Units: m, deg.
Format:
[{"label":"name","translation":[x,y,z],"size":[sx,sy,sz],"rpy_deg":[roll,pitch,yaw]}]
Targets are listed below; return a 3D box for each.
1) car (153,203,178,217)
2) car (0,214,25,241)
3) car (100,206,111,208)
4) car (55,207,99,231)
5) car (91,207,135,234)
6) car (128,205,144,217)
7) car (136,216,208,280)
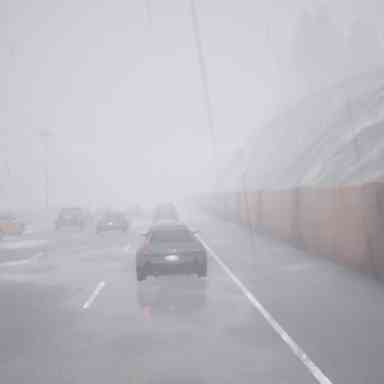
[{"label":"car","translation":[-2.414,1.756,30.182],"size":[2.097,1.767,4.553],"rpy_deg":[-2,-1,-5]},{"label":"car","translation":[-12.104,2.099,20.588],"size":[1.882,1.535,5.008],"rpy_deg":[-2,-1,-5]},{"label":"car","translation":[-10.266,2.329,39.715],"size":[1.994,1.385,4.181],"rpy_deg":[-2,-1,-5]},{"label":"car","translation":[-9.081,1.931,26.099],"size":[2.097,1.767,4.553],"rpy_deg":[-2,-1,-5]},{"label":"car","translation":[-5.280,1.985,22.874],"size":[1.994,1.385,4.181],"rpy_deg":[-2,-1,-5]},{"label":"car","translation":[-6.661,2.182,38.659],"size":[2.033,1.411,5.357],"rpy_deg":[-2,-1,-5]},{"label":"car","translation":[-0.691,1.701,10.573],"size":[1.994,1.385,4.181],"rpy_deg":[-2,-1,-5]}]
